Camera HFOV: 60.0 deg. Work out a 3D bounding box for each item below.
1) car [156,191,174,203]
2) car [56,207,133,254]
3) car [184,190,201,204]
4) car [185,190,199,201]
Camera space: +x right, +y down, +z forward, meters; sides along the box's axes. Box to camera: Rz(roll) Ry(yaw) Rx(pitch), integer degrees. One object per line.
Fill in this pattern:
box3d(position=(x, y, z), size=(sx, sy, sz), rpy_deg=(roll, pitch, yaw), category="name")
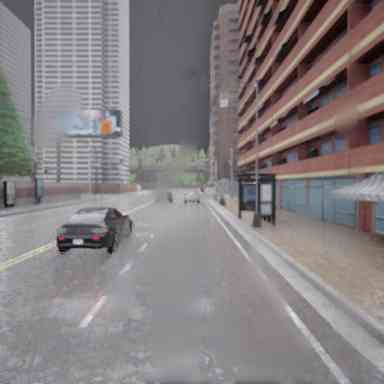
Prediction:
box3d(position=(-3.400, 0.604, 41.922), size=(2.128, 1.511, 4.902), rpy_deg=(0, 1, 0), category="car")
box3d(position=(-3.399, 1.272, 12.230), size=(1.812, 1.442, 4.674), rpy_deg=(0, 1, 0), category="car")
box3d(position=(0.001, 0.652, 41.498), size=(1.812, 1.442, 4.674), rpy_deg=(0, 1, 0), category="car")
box3d(position=(0.001, 0.425, 50.515), size=(2.128, 1.511, 4.902), rpy_deg=(0, 1, 0), category="car")
